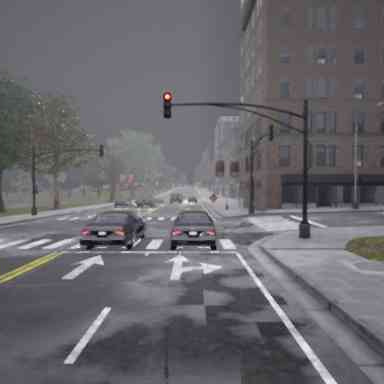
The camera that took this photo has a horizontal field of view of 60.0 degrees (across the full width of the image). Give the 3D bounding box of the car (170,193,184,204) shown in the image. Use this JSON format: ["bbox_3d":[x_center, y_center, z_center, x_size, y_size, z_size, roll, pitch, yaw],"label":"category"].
[{"bbox_3d":[-3.107,1.222,64.633,2.150,2.045,5.566,0,0,1],"label":"car"}]

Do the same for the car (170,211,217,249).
[{"bbox_3d":[0.073,1.521,14.378,2.033,1.411,5.357,0,0,1],"label":"car"}]

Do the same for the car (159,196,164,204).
[{"bbox_3d":[-6.439,1.525,63.917,1.812,1.442,4.674,0,0,1],"label":"car"}]

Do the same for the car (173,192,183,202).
[{"bbox_3d":[-3.132,1.130,75.858,2.150,2.045,5.566,0,0,0],"label":"car"}]

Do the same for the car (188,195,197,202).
[{"bbox_3d":[0.118,1.405,75.824,1.837,1.490,4.892,0,0,0],"label":"car"}]

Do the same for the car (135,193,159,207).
[{"bbox_3d":[-6.520,1.199,47.551,2.150,2.045,5.566,0,0,0],"label":"car"}]

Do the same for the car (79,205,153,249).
[{"bbox_3d":[-3.176,1.524,14.373,2.033,1.411,5.357,0,0,1],"label":"car"}]

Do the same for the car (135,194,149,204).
[{"bbox_3d":[-9.677,1.351,64.709,2.097,1.767,4.553,0,0,1],"label":"car"}]

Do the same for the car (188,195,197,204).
[{"bbox_3d":[0.152,1.504,65.187,1.837,1.490,4.892,0,0,1],"label":"car"}]

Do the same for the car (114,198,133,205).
[{"bbox_3d":[-9.770,1.525,47.614,2.033,1.411,5.357,0,0,0],"label":"car"}]
